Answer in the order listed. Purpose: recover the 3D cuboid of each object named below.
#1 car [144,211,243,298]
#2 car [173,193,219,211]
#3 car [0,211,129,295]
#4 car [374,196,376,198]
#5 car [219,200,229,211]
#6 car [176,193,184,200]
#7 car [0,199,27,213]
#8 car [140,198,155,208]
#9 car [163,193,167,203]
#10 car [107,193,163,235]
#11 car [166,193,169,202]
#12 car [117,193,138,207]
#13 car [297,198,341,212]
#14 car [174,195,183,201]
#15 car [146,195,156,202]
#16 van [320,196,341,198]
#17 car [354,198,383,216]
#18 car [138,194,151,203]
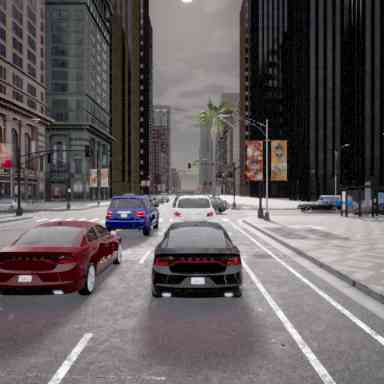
[{"bbox_3d":[0.097,1.477,8.573,1.882,1.535,5.008,0,0,0],"label":"car"},{"bbox_3d":[0.097,1.221,18.533,2.150,2.045,5.566,0,0,0],"label":"car"},{"bbox_3d":[-3.152,1.477,8.727,1.882,1.535,5.008,0,0,0],"label":"car"},{"bbox_3d":[23.993,1.197,37.094,5.566,2.045,2.150,0,0,0],"label":"car"},{"bbox_3d":[1.075,1.221,35.190,5.566,2.045,2.150,0,1,24],"label":"car"},{"bbox_3d":[-3.274,1.193,91.995,2.097,1.767,4.553,0,0,0],"label":"car"},{"bbox_3d":[-20.887,1.539,37.019,4.674,1.442,1.812,0,1,-1],"label":"car"},{"bbox_3d":[-6.479,1.602,48.691,1.895,1.301,4.718,0,0,-3],"label":"car"},{"bbox_3d":[-6.564,1.494,64.644,2.128,1.511,4.902,0,0,1],"label":"car"},{"bbox_3d":[-3.184,1.221,18.592,2.150,2.045,5.566,0,0,2],"label":"car"},{"bbox_3d":[-6.520,1.229,75.969,2.150,2.045,5.566,0,0,0],"label":"car"},{"bbox_3d":[-9.856,1.224,51.002,2.150,2.045,5.566,0,0,0],"label":"car"},{"bbox_3d":[14.235,1.583,37.093,4.718,1.301,1.895,0,0,0],"label":"car"},{"bbox_3d":[-3.272,1.496,81.605,1.837,1.490,4.892,0,0,0],"label":"car"},{"bbox_3d":[-9.771,1.528,79.397,1.812,1.442,4.674,0,0,0],"label":"car"},{"bbox_3d":[17.055,1.314,39.756,3.998,1.788,1.690,0,0,0],"label":"van"},{"bbox_3d":[17.062,1.548,31.232,4.403,1.369,2.008,0,0,0],"label":"car"},{"bbox_3d":[-9.770,1.353,68.666,2.097,1.767,4.553,0,0,0],"label":"car"}]
